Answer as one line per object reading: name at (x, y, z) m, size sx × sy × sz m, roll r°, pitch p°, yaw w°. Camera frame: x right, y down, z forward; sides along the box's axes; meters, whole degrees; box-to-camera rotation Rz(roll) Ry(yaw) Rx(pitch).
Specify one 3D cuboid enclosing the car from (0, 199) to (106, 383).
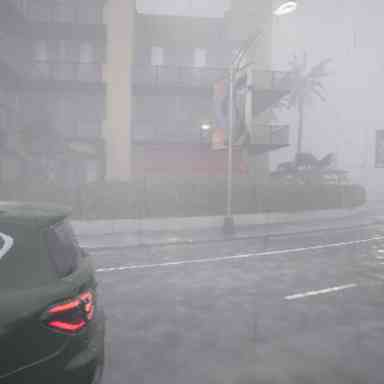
car at (-3.515, 1.092, 2.495) m, size 5.566 × 2.045 × 2.150 m, roll 0°, pitch 2°, yaw -22°
